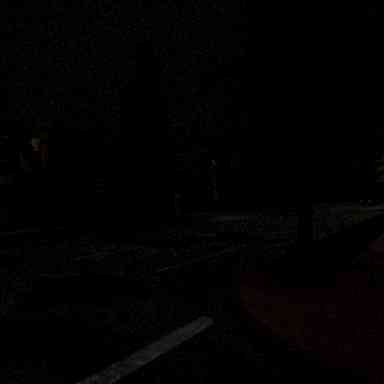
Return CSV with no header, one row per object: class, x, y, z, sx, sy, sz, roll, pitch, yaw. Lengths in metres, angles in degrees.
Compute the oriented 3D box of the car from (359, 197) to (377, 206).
car,28.153,1.513,53.173,2.033,1.411,5.357,-1,0,37
